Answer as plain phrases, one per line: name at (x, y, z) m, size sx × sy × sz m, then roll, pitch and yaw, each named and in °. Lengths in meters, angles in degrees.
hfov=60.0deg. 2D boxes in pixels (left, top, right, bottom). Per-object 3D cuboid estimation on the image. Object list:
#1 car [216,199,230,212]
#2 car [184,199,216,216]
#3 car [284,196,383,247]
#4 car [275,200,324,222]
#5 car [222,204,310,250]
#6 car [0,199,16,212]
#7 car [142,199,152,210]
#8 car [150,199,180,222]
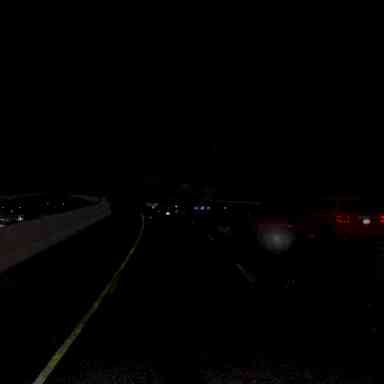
car at (3.046, 1.478, 37.559) m, size 1.812 × 1.442 × 4.674 m, roll 0°, pitch 0°, yaw -12°
car at (0.470, 1.509, 32.657) m, size 2.033 × 1.411 × 5.357 m, roll 0°, pitch 0°, yaw -11°
car at (6.334, 1.195, 15.159) m, size 2.150 × 2.045 × 5.566 m, roll 0°, pitch 0°, yaw -5°
car at (8.483, 1.462, 26.798) m, size 1.837 × 1.490 × 4.892 m, roll 0°, pitch 0°, yaw -8°
car at (2.873, 1.471, 14.267) m, size 2.128 × 1.511 × 4.902 m, roll 0°, pitch 0°, yaw -4°
car at (-22.569, 1.537, 39.069) m, size 2.033 × 1.411 × 5.357 m, roll 0°, pitch 0°, yaw -14°
car at (-5.273, 1.560, 42.694) m, size 1.895 × 1.301 × 4.718 m, roll 0°, pitch 0°, yaw -14°
car at (-2.063, 1.537, 26.274) m, size 1.994 × 1.385 × 4.181 m, roll 0°, pitch 0°, yaw -9°
